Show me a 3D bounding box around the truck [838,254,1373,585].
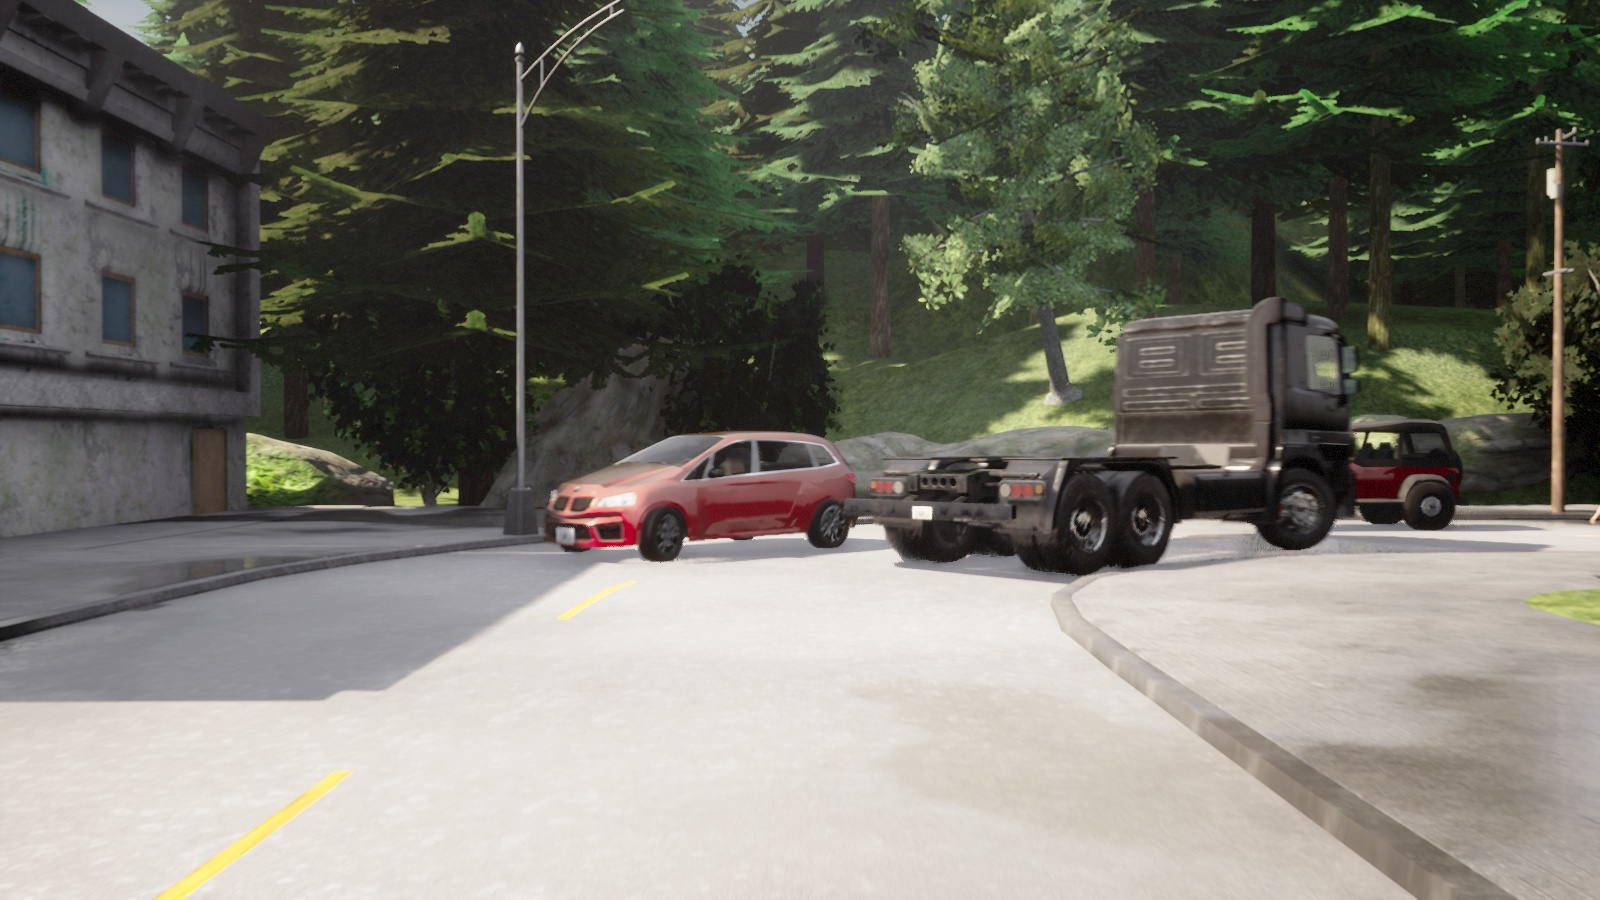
[{"bbox_3d":[4.417,-0.326,16.810,7.936,3.462,2.891,0,0,-41],"label":"truck"}]

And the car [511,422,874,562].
[{"bbox_3d":[-1.370,0.494,17.347,4.611,1.667,2.242,0,0,-44],"label":"car"}]

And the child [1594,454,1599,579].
[{"bbox_3d":[8.286,0.672,12.615,0.437,1.263,0.270,0,0,-4],"label":"child"}]

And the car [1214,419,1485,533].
[{"bbox_3d":[9.452,0.428,21.839,3.866,1.878,1.905,0,0,-1],"label":"car"}]
